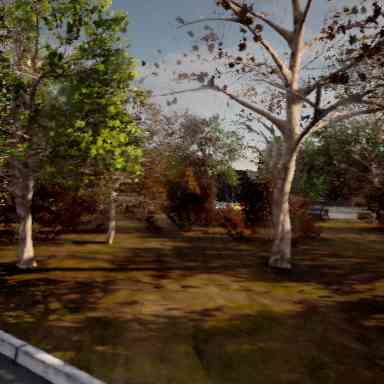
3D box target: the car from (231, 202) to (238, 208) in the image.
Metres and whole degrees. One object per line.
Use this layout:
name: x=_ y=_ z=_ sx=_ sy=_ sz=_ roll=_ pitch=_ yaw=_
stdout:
car: x=6.062 y=2.220 z=46.480 sx=2.097 sy=1.535 sz=5.008 roll=0 pitch=0 yaw=35

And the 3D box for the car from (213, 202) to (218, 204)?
car: x=3.799 y=2.250 z=48.087 sx=2.002 sy=1.452 sz=4.674 roll=0 pitch=0 yaw=35

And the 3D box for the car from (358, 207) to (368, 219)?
car: x=19.735 y=2.280 z=36.969 sx=1.946 sy=1.575 sz=5.366 roll=0 pitch=0 yaw=35

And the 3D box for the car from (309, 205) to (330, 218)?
car: x=15.121 y=2.292 z=40.061 sx=2.163 sy=1.488 sz=4.792 roll=0 pitch=0 yaw=35

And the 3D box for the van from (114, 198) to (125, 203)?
van: x=-11.960 y=1.922 z=59.445 sx=1.878 sy=1.987 sz=4.442 roll=0 pitch=0 yaw=35
